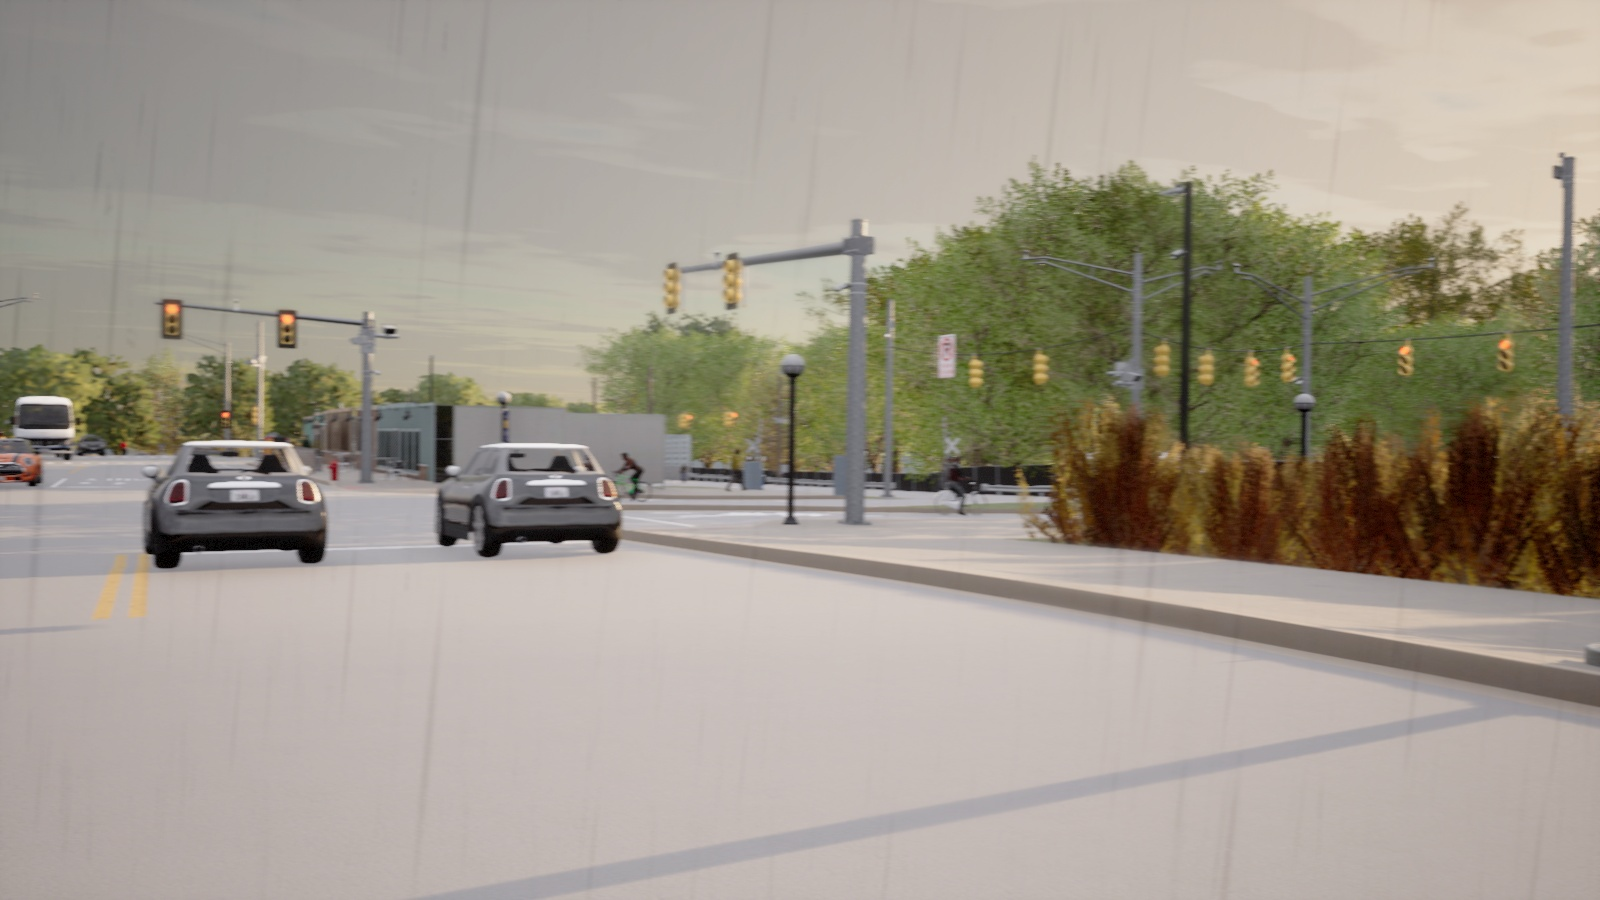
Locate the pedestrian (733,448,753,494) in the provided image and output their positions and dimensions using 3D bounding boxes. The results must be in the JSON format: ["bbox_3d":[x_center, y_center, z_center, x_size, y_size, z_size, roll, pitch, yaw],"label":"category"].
[{"bbox_3d":[-2.324,0.847,51.394,0.726,1.835,0.370,-1,1,-25],"label":"pedestrian"}]

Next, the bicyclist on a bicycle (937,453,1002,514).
[{"bbox_3d":[4.986,0.986,36.951,1.843,1.776,0.659,1,-1,-28],"label":"bicyclist on a bicycle"}]

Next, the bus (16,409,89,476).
[{"bbox_3d":[-50.938,-0.552,85.442,3.944,4.253,10.273,-1,1,-32],"label":"bus"}]

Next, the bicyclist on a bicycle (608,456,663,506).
[{"bbox_3d":[-5.387,1.012,41.119,1.656,1.620,0.582,1,-1,-30],"label":"bicyclist on a bicycle"}]

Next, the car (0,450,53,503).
[{"bbox_3d":[-27.844,0.898,44.523,2.097,1.767,4.553,-1,0,-28],"label":"car"}]

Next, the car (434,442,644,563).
[{"bbox_3d":[-3.768,0.684,17.604,1.970,1.475,3.806,-1,-1,-26],"label":"car"}]

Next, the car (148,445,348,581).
[{"bbox_3d":[-7.067,0.722,15.867,1.970,1.475,3.806,-1,-1,-29],"label":"car"}]
